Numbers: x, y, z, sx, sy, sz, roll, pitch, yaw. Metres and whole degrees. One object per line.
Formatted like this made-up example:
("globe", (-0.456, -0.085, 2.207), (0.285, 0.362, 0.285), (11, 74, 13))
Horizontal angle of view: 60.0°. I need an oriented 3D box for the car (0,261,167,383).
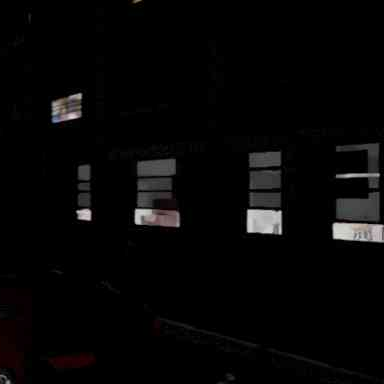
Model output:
("car", (-2.233, 1.627, 4.459), (4.206, 1.307, 1.802), (-1, 0, 35))
